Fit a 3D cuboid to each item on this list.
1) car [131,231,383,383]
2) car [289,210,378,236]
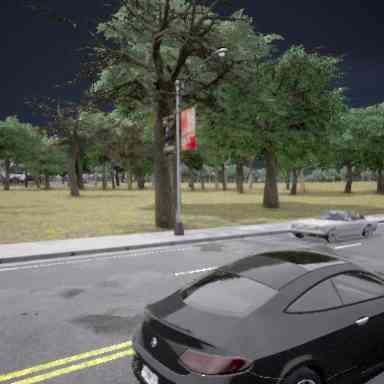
[{"bbox_3d":[1.518,1.522,4.352,4.674,1.442,1.812,0,0,-34],"label":"car"},{"bbox_3d":[6.887,1.571,16.054,4.718,1.301,1.895,0,0,-34],"label":"car"}]
